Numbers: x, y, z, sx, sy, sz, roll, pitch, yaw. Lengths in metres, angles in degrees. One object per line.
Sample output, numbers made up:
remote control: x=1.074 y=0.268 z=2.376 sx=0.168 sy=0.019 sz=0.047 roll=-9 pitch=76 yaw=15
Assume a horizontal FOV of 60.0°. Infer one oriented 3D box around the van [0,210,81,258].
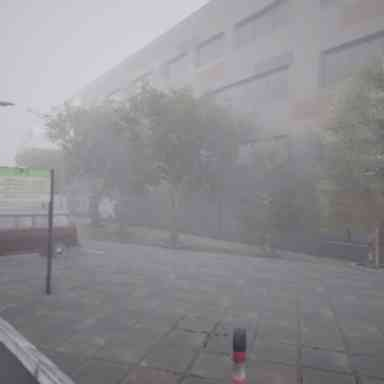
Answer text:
van: x=-6.658 y=1.722 z=13.146 sx=4.442 sy=1.987 sz=1.878 roll=2 pitch=-4 yaw=-44
